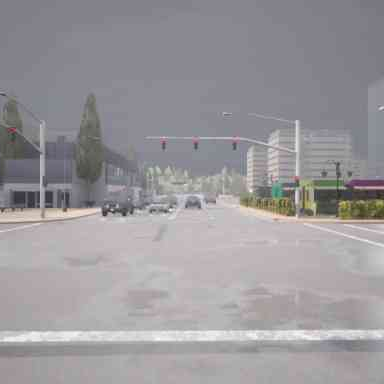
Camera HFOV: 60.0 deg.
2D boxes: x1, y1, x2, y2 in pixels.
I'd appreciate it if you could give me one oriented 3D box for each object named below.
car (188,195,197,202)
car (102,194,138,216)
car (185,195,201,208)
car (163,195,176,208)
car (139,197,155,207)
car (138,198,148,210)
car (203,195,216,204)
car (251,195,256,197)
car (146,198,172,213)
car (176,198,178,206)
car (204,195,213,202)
[{"bbox_3d":[0.060,1.478,73.864,1.882,1.535,5.008,0,0,0],"label":"car"},{"bbox_3d":[-7.088,1.221,32.387,2.150,2.045,5.566,0,0,1],"label":"car"},{"bbox_3d":[0.135,1.352,46.983,2.097,1.767,4.553,0,0,0],"label":"car"},{"bbox_3d":[-3.563,1.505,46.040,1.837,1.490,4.892,0,0,0],"label":"car"},{"bbox_3d":[-7.050,1.564,52.232,1.994,1.385,4.181,0,0,0],"label":"car"},{"bbox_3d":[-7.067,1.491,42.275,2.128,1.511,4.902,0,0,0],"label":"car"},{"bbox_3d":[3.549,1.491,63.596,2.128,1.511,4.902,0,0,0],"label":"car"},{"bbox_3d":[17.836,1.153,86.753,4.605,1.855,1.932,0,0,-1],"label":"car"},{"bbox_3d":[-3.572,1.601,36.725,1.895,1.301,4.718,0,0,0],"label":"car"},{"bbox_3d":[-3.540,1.352,55.904,2.097,1.767,4.553,0,0,0],"label":"car"},{"bbox_3d":[3.557,1.397,73.872,1.812,1.442,4.674,0,0,0],"label":"car"}]
